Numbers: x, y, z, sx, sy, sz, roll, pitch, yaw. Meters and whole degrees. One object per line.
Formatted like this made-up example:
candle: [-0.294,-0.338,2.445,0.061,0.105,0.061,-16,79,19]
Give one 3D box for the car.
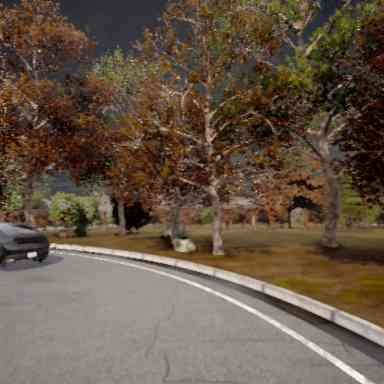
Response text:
car: [-7.417,1.967,12.747,4.892,1.490,1.837,-2,-2,36]
